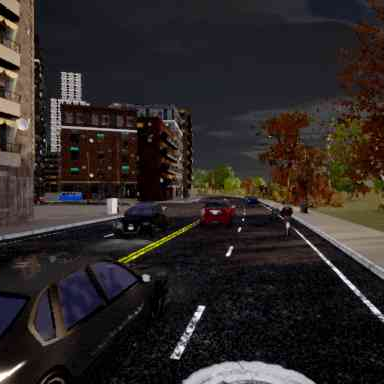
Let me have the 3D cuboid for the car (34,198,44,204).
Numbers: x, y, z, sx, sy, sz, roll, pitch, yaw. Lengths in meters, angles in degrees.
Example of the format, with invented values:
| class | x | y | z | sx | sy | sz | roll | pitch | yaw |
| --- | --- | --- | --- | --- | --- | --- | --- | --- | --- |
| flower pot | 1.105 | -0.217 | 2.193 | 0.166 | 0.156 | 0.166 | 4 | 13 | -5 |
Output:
| class | x | y | z | sx | sy | sz | roll | pitch | yaw |
| --- | --- | --- | --- | --- | --- | --- | --- | --- | --- |
| car | -23.195 | 1.111 | 47.091 | 4.206 | 1.307 | 1.802 | 1 | -1 | -21 |

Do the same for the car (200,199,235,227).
| class | x | y | z | sx | sy | sz | roll | pitch | yaw |
| --- | --- | --- | --- | --- | --- | --- | --- | --- | --- |
| car | 1.851 | 1.348 | 23.002 | 2.097 | 1.767 | 4.553 | 0 | 0 | 11 |

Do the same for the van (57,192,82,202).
| class | x | y | z | sx | sy | sz | roll | pitch | yaw |
| --- | --- | --- | --- | --- | --- | --- | --- | --- | --- |
| van | -20.780 | 0.888 | 56.959 | 3.998 | 1.788 | 1.690 | 1 | -1 | -21 |

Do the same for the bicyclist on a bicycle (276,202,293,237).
| class | x | y | z | sx | sy | sz | roll | pitch | yaw |
| --- | --- | --- | --- | --- | --- | --- | --- | --- | --- |
| bicyclist on a bicycle | 4.845 | 1.366 | 17.013 | 0.659 | 1.776 | 1.843 | 0 | 0 | 11 |

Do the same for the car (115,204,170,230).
| class | x | y | z | sx | sy | sz | roll | pitch | yaw |
| --- | --- | --- | --- | --- | --- | --- | --- | --- | --- |
| car | -2.588 | 1.563 | 18.029 | 1.994 | 1.385 | 4.181 | 0 | 0 | 11 |

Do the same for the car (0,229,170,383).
| class | x | y | z | sx | sy | sz | roll | pitch | yaw |
| --- | --- | --- | --- | --- | --- | --- | --- | --- | --- |
| car | -1.831 | 1.546 | 4.358 | 2.033 | 1.411 | 5.357 | 0 | 0 | 12 |

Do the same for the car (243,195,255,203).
| class | x | y | z | sx | sy | sz | roll | pitch | yaw |
| --- | --- | --- | --- | --- | --- | --- | --- | --- | --- |
| car | 12.241 | 1.484 | 71.735 | 2.128 | 1.511 | 4.902 | 0 | 0 | 6 |

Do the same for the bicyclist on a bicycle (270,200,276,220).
| class | x | y | z | sx | sy | sz | roll | pitch | yaw |
| --- | --- | --- | --- | --- | --- | --- | --- | --- | --- |
| bicyclist on a bicycle | 6.672 | 1.428 | 26.732 | 0.866 | 1.612 | 1.509 | 0 | 0 | 10 |

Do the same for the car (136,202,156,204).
| class | x | y | z | sx | sy | sz | roll | pitch | yaw |
| --- | --- | --- | --- | --- | --- | --- | --- | --- | --- |
| car | -3.985 | 1.545 | 28.281 | 2.033 | 1.411 | 5.357 | 0 | 0 | 10 |

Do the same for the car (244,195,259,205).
| class | x | y | z | sx | sy | sz | roll | pitch | yaw |
| --- | --- | --- | --- | --- | --- | --- | --- | --- | --- |
| car | 10.720 | 1.534 | 58.672 | 1.994 | 1.385 | 4.181 | 0 | 0 | 9 |
